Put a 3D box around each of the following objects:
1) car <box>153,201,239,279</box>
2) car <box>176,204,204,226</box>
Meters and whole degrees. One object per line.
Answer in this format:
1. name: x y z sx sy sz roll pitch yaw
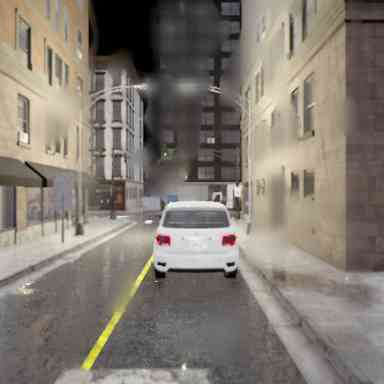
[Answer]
1. car: 0.098 1.288 10.345 2.150 2.045 5.566 0 0 0
2. car: -0.235 1.681 25.409 1.812 1.442 4.674 0 0 -5
